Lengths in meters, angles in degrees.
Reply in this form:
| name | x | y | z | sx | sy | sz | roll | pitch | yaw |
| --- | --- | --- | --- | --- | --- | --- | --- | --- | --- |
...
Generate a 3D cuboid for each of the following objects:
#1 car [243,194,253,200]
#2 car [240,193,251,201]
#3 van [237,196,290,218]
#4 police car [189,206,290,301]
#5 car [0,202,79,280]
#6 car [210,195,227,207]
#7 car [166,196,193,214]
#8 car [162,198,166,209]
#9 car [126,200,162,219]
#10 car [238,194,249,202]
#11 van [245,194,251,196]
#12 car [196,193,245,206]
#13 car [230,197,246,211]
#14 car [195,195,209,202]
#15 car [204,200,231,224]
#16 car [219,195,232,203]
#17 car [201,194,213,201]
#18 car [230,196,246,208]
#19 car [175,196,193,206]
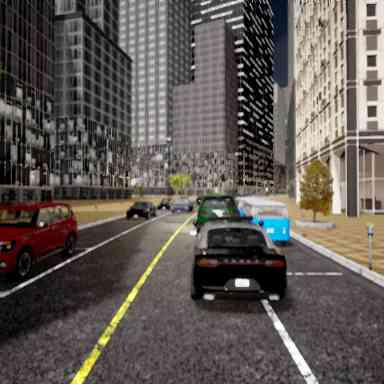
| name | x | y | z | sx | sy | sz | roll | pitch | yaw |
| --- | --- | --- | --- | --- | --- | --- | --- | --- | --- |
| car | 13.100 | 1.117 | 77.681 | 1.887 | 1.381 | 4.507 | 1 | 1 | 15 |
| car | 11.691 | 1.041 | 72.217 | 1.967 | 1.590 | 4.097 | 1 | 1 | 14 |
| van | 3.129 | 1.257 | 14.713 | 1.690 | 1.788 | 3.998 | 1 | 0 | 3 |
| police car | 0.962 | 1.378 | 8.422 | 1.930 | 1.638 | 5.238 | 0 | 0 | 2 |
| car | -5.100 | 1.263 | 10.025 | 2.192 | 1.841 | 5.009 | 1 | 0 | 2 |
| car | 3.668 | 1.224 | 45.922 | 1.882 | 1.535 | 5.008 | 0 | 0 | 10 |
| car | -0.906 | 1.369 | 33.384 | 2.033 | 1.411 | 5.357 | 0 | 0 | 6 |
| car | -2.781 | 1.367 | 38.508 | 1.947 | 1.339 | 4.313 | 1 | 0 | 7 |
| car | -4.021 | 1.426 | 27.174 | 1.947 | 1.339 | 4.313 | 1 | 0 | 5 |
| car | 10.368 | 1.194 | 66.686 | 1.947 | 1.339 | 4.313 | 1 | 0 | 13 |
| van | 3.491 | 1.224 | 20.565 | 1.690 | 1.788 | 3.998 | 1 | 0 | 4 |
| car | 1.426 | 1.122 | 18.261 | 2.150 | 2.045 | 5.566 | 0 | 0 | 4 |
| car | 5.283 | 1.307 | 38.346 | 1.752 | 1.417 | 4.829 | 1 | 0 | 8 |
| car | 2.054 | 1.230 | 66.264 | 1.947 | 1.339 | 4.313 | 1 | 0 | 12 |
| car | 1.858 | 1.391 | 24.173 | 1.812 | 1.442 | 4.674 | 0 | 0 | 5 |
| car | 6.048 | 1.276 | 59.667 | 1.895 | 1.301 | 4.718 | 0 | 0 | 12 |
| car | 3.252 | 1.166 | 71.456 | 1.752 | 1.417 | 4.829 | 1 | 0 | 13 |
| car | 6.071 | 1.315 | 43.968 | 1.947 | 1.339 | 4.313 | 1 | 0 | 9 |
| car | -1.136 | 1.325 | 49.734 | 1.802 | 1.307 | 4.206 | 1 | 0 | 9 |
